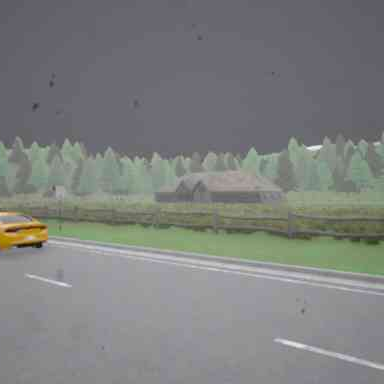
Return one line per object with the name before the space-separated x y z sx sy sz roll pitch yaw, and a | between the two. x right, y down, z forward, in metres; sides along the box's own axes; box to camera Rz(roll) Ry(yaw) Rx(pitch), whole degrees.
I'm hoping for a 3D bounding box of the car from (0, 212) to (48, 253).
car | -8.125 1.607 14.080 5.008 1.535 1.882 -1 0 36
